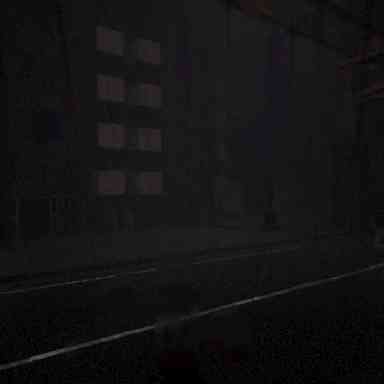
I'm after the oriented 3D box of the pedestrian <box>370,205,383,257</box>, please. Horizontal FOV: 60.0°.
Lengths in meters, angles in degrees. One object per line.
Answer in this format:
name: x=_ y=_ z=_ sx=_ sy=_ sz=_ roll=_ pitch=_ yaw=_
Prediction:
pedestrian: x=6.427 y=1.291 z=11.331 sx=0.375 sy=1.860 sz=0.375 roll=-1 pitch=0 yaw=-36
